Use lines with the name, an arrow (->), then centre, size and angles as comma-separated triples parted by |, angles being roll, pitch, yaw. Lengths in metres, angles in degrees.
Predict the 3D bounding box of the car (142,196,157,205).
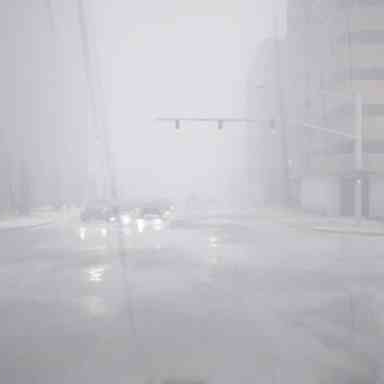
car -> -7.017, 1.416, 55.258 | 1.812, 1.442, 4.674 | 0, 0, 0

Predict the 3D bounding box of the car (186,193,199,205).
car -> 0.096, 1.106, 57.704 | 2.150, 2.045, 5.566 | 0, 0, 0

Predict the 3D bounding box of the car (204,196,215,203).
car -> 3.495, 1.464, 67.757 | 1.895, 1.301, 4.718 | 0, 0, 0

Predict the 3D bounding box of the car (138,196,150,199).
car -> -7.082, 1.388, 45.162 | 1.882, 1.535, 5.008 | 0, 0, 0

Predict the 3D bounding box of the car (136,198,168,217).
car -> -3.580, 1.540, 30.709 | 1.895, 1.301, 4.718 | 0, 0, 0

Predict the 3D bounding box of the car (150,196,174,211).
car -> -3.575, 1.398, 39.957 | 1.882, 1.535, 5.008 | 0, 0, 0

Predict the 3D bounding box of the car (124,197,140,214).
car -> -7.091, 1.531, 35.031 | 1.895, 1.301, 4.718 | 0, 0, 0

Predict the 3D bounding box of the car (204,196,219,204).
car -> 3.595, 1.484, 58.579 | 1.895, 1.301, 4.718 | 0, 0, 0

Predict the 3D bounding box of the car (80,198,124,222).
car -> -7.091, 1.300, 26.039 | 2.097, 1.767, 4.553 | 0, 0, 0
